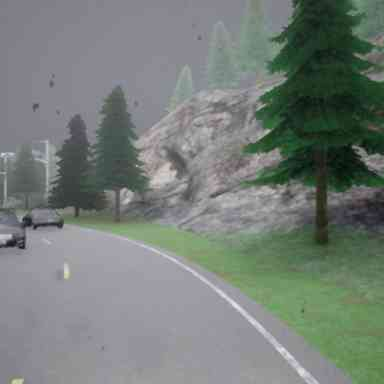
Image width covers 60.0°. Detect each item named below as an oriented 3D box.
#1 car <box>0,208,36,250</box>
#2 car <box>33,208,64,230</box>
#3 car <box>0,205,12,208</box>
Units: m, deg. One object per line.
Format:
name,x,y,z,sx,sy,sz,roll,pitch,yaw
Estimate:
car,-8.523,1.665,14.671,2.128,1.511,4.902,0,-1,-33
car,-10.559,1.833,23.474,1.994,1.385,4.181,0,-1,-37
car,-20.668,2.023,36.156,1.895,1.301,4.718,0,-1,-39
